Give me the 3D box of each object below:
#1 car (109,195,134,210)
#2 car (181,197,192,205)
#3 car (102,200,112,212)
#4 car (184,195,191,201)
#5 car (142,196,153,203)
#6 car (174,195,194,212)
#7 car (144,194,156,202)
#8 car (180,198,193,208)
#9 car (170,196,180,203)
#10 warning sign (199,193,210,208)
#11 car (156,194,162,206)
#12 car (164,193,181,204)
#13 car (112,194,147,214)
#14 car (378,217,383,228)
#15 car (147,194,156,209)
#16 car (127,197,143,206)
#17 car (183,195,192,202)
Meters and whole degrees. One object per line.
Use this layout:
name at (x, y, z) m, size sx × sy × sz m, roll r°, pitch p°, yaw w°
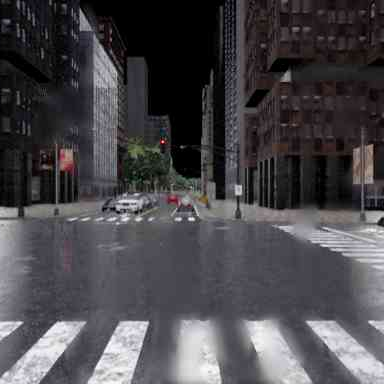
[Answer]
car at (-9.294, 1.317, 44.265) m, size 2.192 × 1.841 × 5.009 m, roll 0°, pitch 0°, yaw -1°
car at (-0.921, 1.578, 60.615) m, size 1.887 × 1.381 × 4.507 m, roll 0°, pitch 0°, yaw -1°
car at (-9.243, 1.558, 38.839) m, size 1.947 × 1.339 × 4.313 m, roll 0°, pitch 0°, yaw -1°
car at (-1.175, 1.538, 87.739) m, size 1.967 × 1.590 × 4.097 m, roll 0°, pitch 0°, yaw -1°
car at (-9.547, 1.640, 71.394) m, size 1.802 × 1.307 × 4.206 m, roll 0°, pitch 0°, yaw -1°
car at (-0.719, 1.432, 38.916) m, size 1.967 × 1.590 × 4.097 m, roll 0°, pitch 0°, yaw -1°
car at (-9.599, 1.386, 76.820) m, size 2.192 × 1.841 × 5.009 m, roll 0°, pitch 0°, yaw -1°
car at (-0.819, 1.594, 49.765) m, size 1.802 × 1.307 × 4.206 m, roll 0°, pitch 0°, yaw -1°
car at (-3.821, 1.593, 75.737) m, size 2.128 × 1.511 × 4.902 m, roll 0°, pitch 0°, yaw -1°
warning sign at (1.558, 1.114, 42.608) m, size 1.300 × 1.860 × 1.060 m, roll 0°, pitch 0°, yaw -1°
car at (-6.720, 1.376, 55.704) m, size 2.097 × 1.767 × 4.553 m, roll 0°, pitch 0°, yaw 0°
car at (-3.617, 1.265, 64.426) m, size 2.150 × 2.045 × 5.566 m, roll 0°, pitch 0°, yaw -1°
car at (-6.547, 1.209, 35.477) m, size 2.150 × 2.045 × 5.566 m, roll 0°, pitch 0°, yaw -1°
car at (14.092, 1.779, 20.903) m, size 4.181 × 1.385 × 1.994 m, roll 1°, pitch 0°, yaw 0°
car at (-6.636, 1.357, 45.502) m, size 2.097 × 1.767 × 4.553 m, roll 0°, pitch 0°, yaw 0°
car at (-9.393, 1.548, 54.946) m, size 1.752 × 1.417 × 4.829 m, roll 0°, pitch 0°, yaw -1°
car at (-1.124, 1.524, 82.314) m, size 1.967 × 1.590 × 4.097 m, roll 0°, pitch 0°, yaw -1°
